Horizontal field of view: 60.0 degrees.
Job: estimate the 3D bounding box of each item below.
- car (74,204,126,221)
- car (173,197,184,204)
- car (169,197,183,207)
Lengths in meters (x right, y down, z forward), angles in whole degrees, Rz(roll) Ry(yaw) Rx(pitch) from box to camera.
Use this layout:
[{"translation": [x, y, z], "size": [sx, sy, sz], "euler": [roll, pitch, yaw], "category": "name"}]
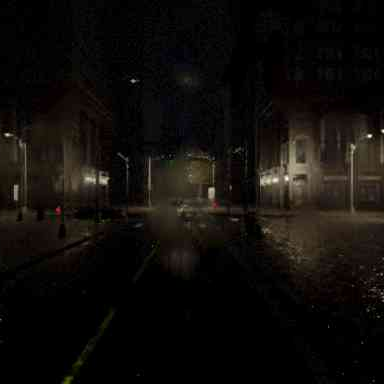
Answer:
[{"translation": [-7.751, 1.734, 28.258], "size": [4.181, 1.385, 1.994], "euler": [1, 0, 0], "category": "car"}, {"translation": [-2.992, 1.949, 75.025], "size": [2.128, 1.511, 4.902], "euler": [0, 0, 0], "category": "car"}, {"translation": [-3.015, 1.931, 59.728], "size": [1.895, 1.301, 4.718], "euler": [0, 0, 0], "category": "car"}]
